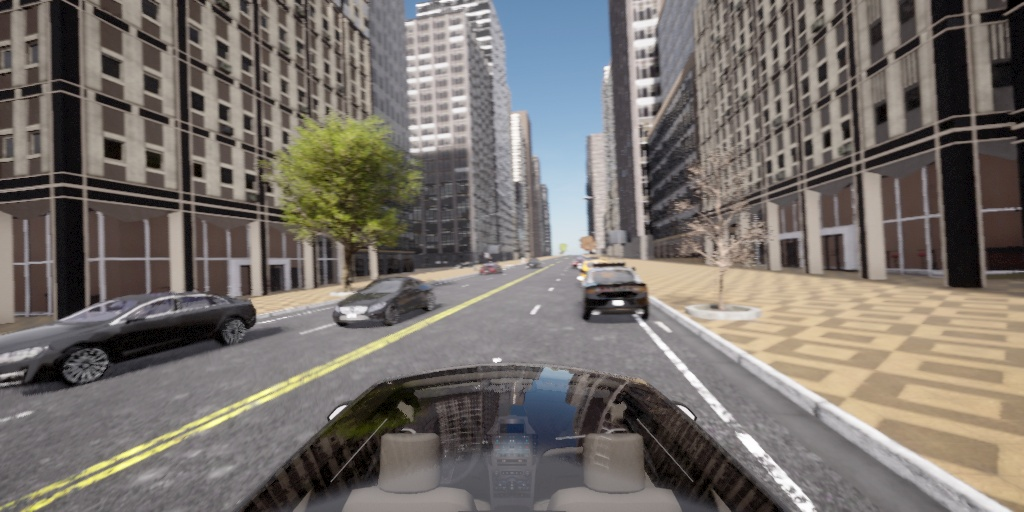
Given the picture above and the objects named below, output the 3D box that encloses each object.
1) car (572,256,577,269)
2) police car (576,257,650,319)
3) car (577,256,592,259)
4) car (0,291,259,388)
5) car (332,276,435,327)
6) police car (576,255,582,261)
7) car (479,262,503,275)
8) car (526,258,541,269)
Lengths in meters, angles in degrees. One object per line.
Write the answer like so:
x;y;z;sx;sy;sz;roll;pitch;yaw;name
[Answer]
8.828;0.926;47.000;1.895;1.301;4.718;-3;0;11;car
3.277;1.018;12.087;1.930;1.638;5.238;-3;0;11;police car
5.094;0.983;21.811;1.882;1.535;5.008;-3;0;11;car
-8.442;1.635;8.200;2.128;1.511;4.902;-3;0;11;car
-4.279;1.473;12.782;1.812;1.442;4.674;-3;0;11;car
6.212;0.877;27.818;1.930;1.638;5.238;-3;0;11;police car
-2.376;1.415;40.714;1.994;1.385;4.181;-3;0;10;car
3.188;1.092;52.603;1.837;1.490;4.892;-3;0;11;car
